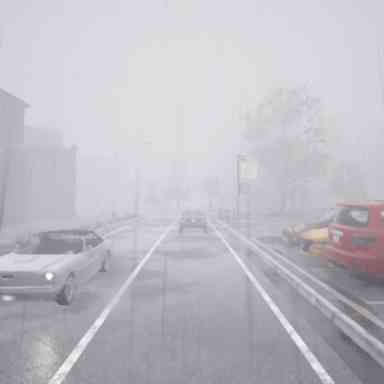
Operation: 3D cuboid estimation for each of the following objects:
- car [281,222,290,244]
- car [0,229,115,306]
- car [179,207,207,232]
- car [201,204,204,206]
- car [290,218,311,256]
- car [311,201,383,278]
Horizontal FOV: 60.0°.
[{"bbox_3d":[6.206,1.443,14.256,4.553,1.767,2.185,0,-1,-1],"label":"car"},{"bbox_3d":[-3.355,1.657,8.271,1.895,1.301,4.718,0,-1,0],"label":"car"},{"bbox_3d":[0.077,1.900,22.912,2.033,1.411,5.357,0,-2,0],"label":"car"},{"bbox_3d":[0.130,2.435,38.699,1.994,1.385,4.181,0,-2,2],"label":"car"},{"bbox_3d":[6.210,1.537,11.219,5.008,1.535,2.097,0,-1,-1],"label":"car"},{"bbox_3d":[6.263,1.255,8.304,5.566,2.045,2.435,0,0,0],"label":"car"}]
